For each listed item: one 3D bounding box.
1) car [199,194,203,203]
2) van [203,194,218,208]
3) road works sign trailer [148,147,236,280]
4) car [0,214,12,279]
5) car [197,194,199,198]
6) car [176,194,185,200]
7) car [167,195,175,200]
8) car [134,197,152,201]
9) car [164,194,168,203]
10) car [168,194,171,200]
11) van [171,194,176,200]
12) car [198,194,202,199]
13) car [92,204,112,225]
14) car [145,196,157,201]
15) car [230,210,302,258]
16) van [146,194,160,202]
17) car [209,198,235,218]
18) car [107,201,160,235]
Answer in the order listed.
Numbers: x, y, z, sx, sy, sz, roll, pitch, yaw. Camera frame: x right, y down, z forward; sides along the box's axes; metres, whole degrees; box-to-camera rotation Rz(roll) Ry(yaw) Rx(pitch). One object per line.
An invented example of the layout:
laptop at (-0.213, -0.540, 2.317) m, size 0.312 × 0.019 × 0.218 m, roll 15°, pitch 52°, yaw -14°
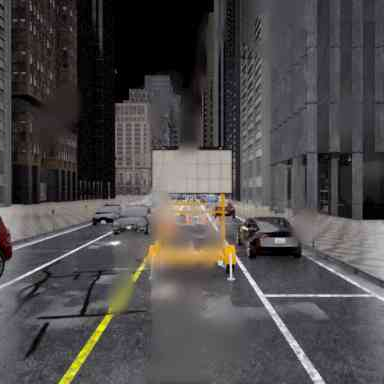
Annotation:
car at (2.786, 1.574, 63.276) m, size 1.802 × 1.307 × 4.206 m, roll 0°, pitch 0°, yaw 0°
van at (2.778, 1.336, 46.354) m, size 1.690 × 1.788 × 3.998 m, roll 0°, pitch 0°, yaw 0°
road works sign trailer at (0.004, 0.463, 9.896) m, size 2.380 × 3.560 × 2.880 m, roll 0°, pitch 0°, yaw 0°
car at (-5.764, 1.314, 6.867) m, size 2.192 × 1.841 × 5.009 m, roll 0°, pitch 0°, yaw 0°
car at (2.791, 1.556, 74.557) m, size 1.947 × 1.339 × 4.313 m, roll 0°, pitch 0°, yaw 0°
car at (-2.963, 1.551, 89.561) m, size 1.994 × 1.385 × 4.181 m, roll 0°, pitch 0°, yaw 0°
car at (-5.728, 1.531, 91.480) m, size 1.887 × 1.381 × 4.507 m, roll 0°, pitch 0°, yaw 0°
car at (-5.751, 1.547, 35.071) m, size 2.008 × 1.369 × 4.403 m, roll 0°, pitch 0°, yaw 0°
car at (-5.742, 1.433, 57.634) m, size 1.967 × 1.590 × 4.097 m, roll 0°, pitch 0°, yaw 0°
car at (-5.740, 1.307, 63.276) m, size 2.192 × 1.841 × 5.009 m, roll 0°, pitch 0°, yaw 0°
van at (-5.731, 1.329, 85.839) m, size 1.690 × 1.788 × 3.998 m, roll 0°, pitch 0°, yaw 0°
car at (2.789, 1.573, 68.917) m, size 1.802 × 1.307 × 4.206 m, roll 0°, pitch 0°, yaw 0°
car at (-5.755, 1.563, 23.790) m, size 1.947 × 1.339 × 4.313 m, roll 0°, pitch 0°, yaw 0°
car at (-5.749, 1.521, 40.542) m, size 1.752 × 1.417 × 4.829 m, roll 0°, pitch 0°, yaw 0°
car at (2.765, 1.565, 12.510) m, size 1.947 × 1.339 × 4.313 m, roll 0°, pitch 0°, yaw 0°
van at (-5.747, 1.336, 46.353) m, size 1.690 × 1.788 × 3.998 m, roll 0°, pitch 0°, yaw 0°
car at (2.772, 1.541, 29.432) m, size 1.887 × 1.381 × 4.507 m, roll 0°, pitch 0°, yaw 0°
car at (-3.092, 1.503, 18.689) m, size 1.837 × 1.490 × 4.892 m, roll 0°, pitch 0°, yaw 0°
